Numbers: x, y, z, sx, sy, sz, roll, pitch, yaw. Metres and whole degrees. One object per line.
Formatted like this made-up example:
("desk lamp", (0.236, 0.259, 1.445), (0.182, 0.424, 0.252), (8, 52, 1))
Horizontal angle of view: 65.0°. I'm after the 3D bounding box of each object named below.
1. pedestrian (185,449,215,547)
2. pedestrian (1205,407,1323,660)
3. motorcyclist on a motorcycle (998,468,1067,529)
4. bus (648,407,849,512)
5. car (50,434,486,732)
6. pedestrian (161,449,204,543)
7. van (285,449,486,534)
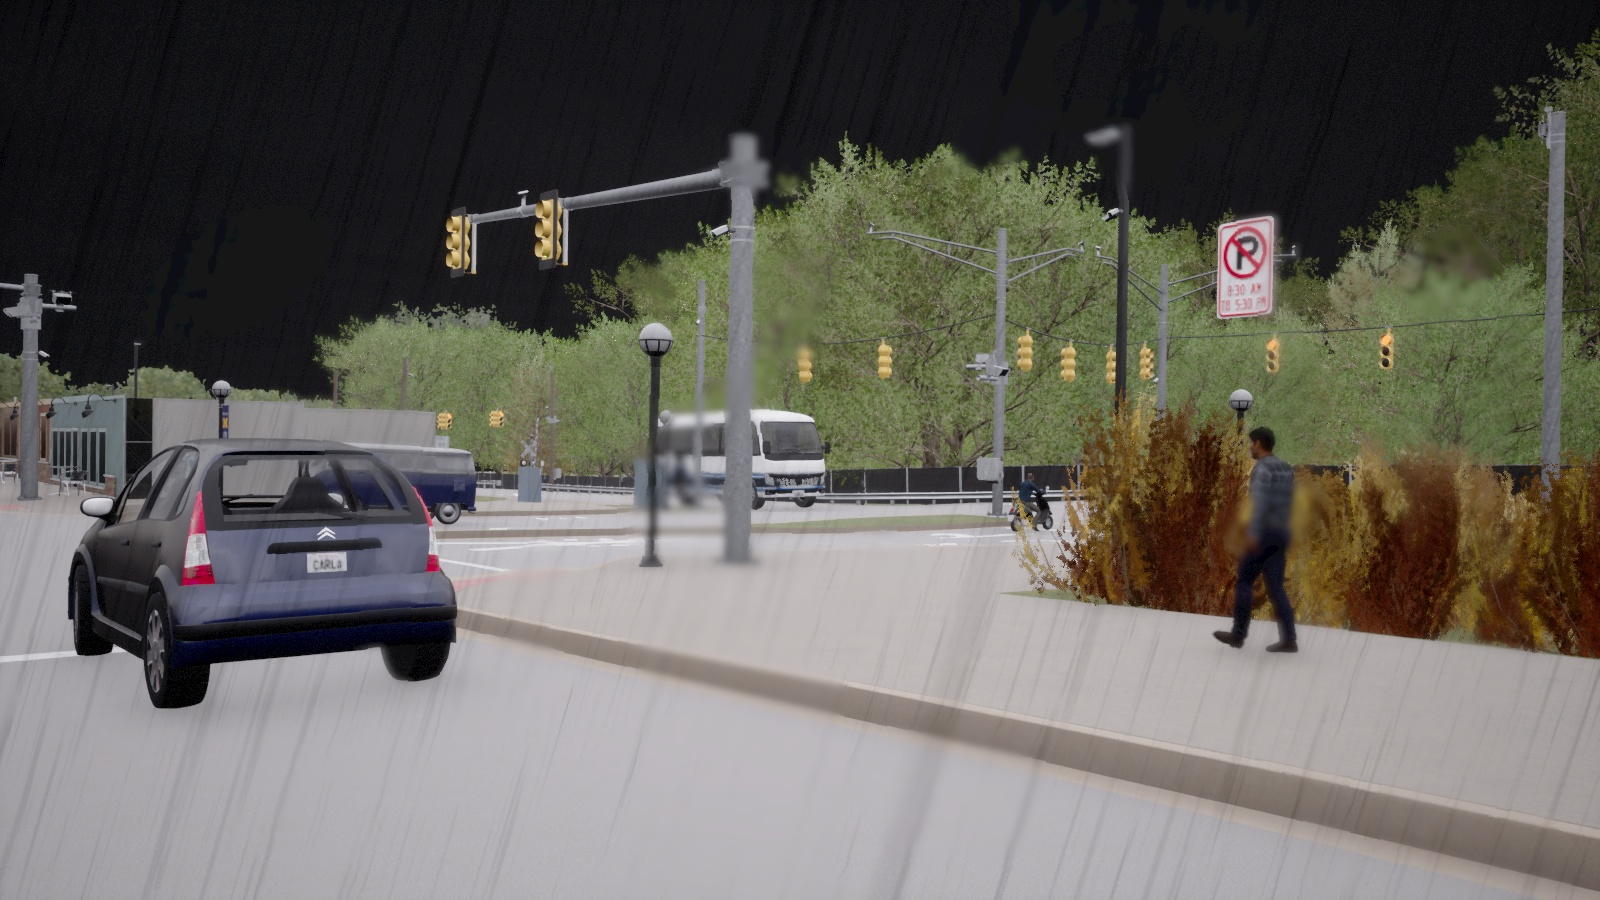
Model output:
("pedestrian", (-12.064, 0.944, 25.252), (0.396, 1.930, 0.692), (-1, 1, -38))
("pedestrian", (3.728, 0.638, 10.117), (0.423, 1.949, 0.788), (-1, 1, -38))
("motorcyclist on a motorcycle", (6.381, 1.320, 34.445), (1.817, 1.590, 0.866), (-1, 0, -39))
("bus", (-2.557, 0.479, 56.288), (3.944, 4.253, 10.273), (-1, -1, -35))
("car", (-3.969, 0.760, 8.959), (1.851, 1.617, 3.988), (-1, -1, -38))
("pedestrian", (-13.114, 0.953, 26.648), (0.659, 1.952, 0.873), (-1, 1, -36))
("van", (-10.428, 1.055, 31.788), (4.442, 1.987, 1.775), (2, -2, -41))
